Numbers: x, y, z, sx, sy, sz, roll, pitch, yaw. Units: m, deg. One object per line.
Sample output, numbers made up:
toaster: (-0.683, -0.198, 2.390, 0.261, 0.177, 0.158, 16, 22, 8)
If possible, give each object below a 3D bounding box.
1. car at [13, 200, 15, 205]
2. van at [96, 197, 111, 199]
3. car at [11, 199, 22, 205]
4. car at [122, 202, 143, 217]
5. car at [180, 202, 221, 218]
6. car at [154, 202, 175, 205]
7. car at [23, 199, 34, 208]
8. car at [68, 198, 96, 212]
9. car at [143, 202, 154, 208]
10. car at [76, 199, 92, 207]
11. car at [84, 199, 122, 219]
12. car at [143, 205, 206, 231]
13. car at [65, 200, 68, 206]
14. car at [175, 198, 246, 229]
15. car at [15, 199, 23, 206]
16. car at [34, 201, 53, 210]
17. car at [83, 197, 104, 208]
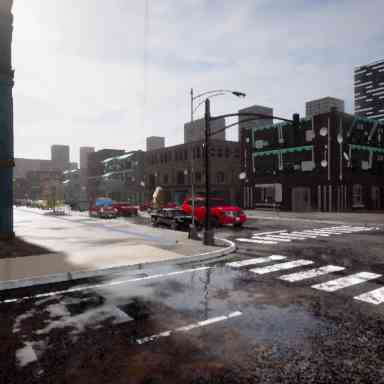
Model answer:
car: (-41.253, 2.548, 79.668, 2.008, 1.369, 4.403, -1, 0, -35)
van: (-15.213, 1.907, 57.424, 1.690, 1.788, 3.998, -1, 0, -35)
car: (-44.454, 2.598, 84.182, 1.887, 1.381, 4.507, -1, 0, -35)
car: (-7.658, 1.868, 36.783, 1.882, 1.535, 5.008, -1, 0, -35)
car: (0.799, 1.810, 34.848, 2.008, 1.369, 4.403, -2, 0, -35)
car: (-2.402, 1.904, 39.364, 1.802, 1.307, 4.206, -2, 0, -35)
car: (-31.648, 2.376, 66.122, 2.008, 1.369, 4.403, -1, 0, -35)
car: (-16.229, 1.907, 48.967, 2.097, 1.767, 4.553, -1, 0, -35)
car: (-5.603, 1.966, 43.878, 1.802, 1.307, 4.206, -1, 0, -35)
car: (-21.611, 2.228, 66.455, 1.887, 1.381, 4.507, -1, 0, -35)
car: (-9.240, 1.847, 34.514, 1.967, 1.590, 4.097, -1, 0, -35)
car: (-1.310, 1.815, 23.124, 1.947, 1.339, 4.313, -1, 0, -35)
car: (-28.014, 2.364, 75.486, 1.947, 1.339, 4.313, -1, 0, -35)
car: (1.407, 1.432, 23.992, 2.150, 2.045, 5.566, -1, 0, -35)
car: (-38.053, 2.380, 75.152, 1.967, 1.590, 4.097, -1, 0, -35)
car: (-25.147, 2.233, 56.952, 1.752, 1.417, 4.829, -1, 0, -35)
car: (-18.415, 1.940, 61.939, 2.192, 1.841, 5.009, -1, 0, -35)
